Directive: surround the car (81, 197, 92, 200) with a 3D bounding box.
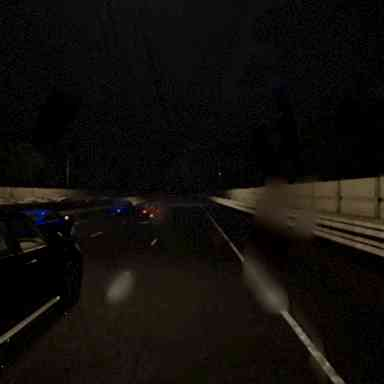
[{"bbox_3d":[-21.038,1.826,65.813,2.128,1.511,4.902,0,0,0],"label":"car"}]

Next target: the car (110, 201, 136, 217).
[{"bbox_3d":[-6.920,1.635,33.840,1.882,1.535,5.008,0,0,0],"label":"car"}]

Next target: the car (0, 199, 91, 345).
[{"bbox_3d":[-3.418,1.246,4.842,2.150,2.045,5.566,0,0,0],"label":"car"}]

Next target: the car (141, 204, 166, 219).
[{"bbox_3d":[-3.418,1.744,30.645,1.895,1.301,4.718,0,0,0],"label":"car"}]

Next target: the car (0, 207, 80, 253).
[{"bbox_3d":[-6.912,1.548,15.179,1.882,1.535,5.008,0,0,0],"label":"car"}]

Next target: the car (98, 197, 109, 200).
[{"bbox_3d":[-17.540,1.817,65.945,2.128,1.511,4.902,0,0,0],"label":"car"}]
